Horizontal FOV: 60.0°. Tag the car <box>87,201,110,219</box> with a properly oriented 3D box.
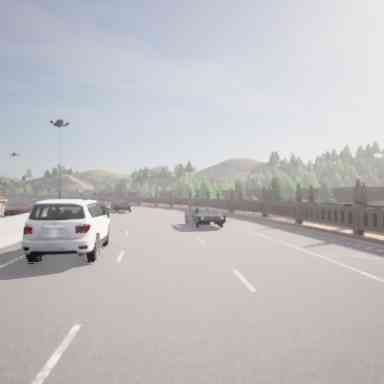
[{"bbox_3d":[-8.980,1.653,31.603,1.837,1.490,4.892,0,0,-19],"label":"car"}]

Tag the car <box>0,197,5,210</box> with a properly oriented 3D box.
[{"bbox_3d":[-28.216,1.753,47.328,1.882,1.535,5.008,0,0,-32],"label":"car"}]

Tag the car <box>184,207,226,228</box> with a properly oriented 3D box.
[{"bbox_3d":[0.766,1.682,22.965,1.895,1.301,4.718,0,0,-13],"label":"car"}]

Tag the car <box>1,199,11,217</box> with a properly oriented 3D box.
[{"bbox_3d":[-16.898,1.658,32.425,1.882,1.535,5.008,0,0,-21],"label":"car"}]

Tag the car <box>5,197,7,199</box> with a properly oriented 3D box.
[{"bbox_3d":[-38.669,1.825,67.994,1.882,1.535,5.008,0,0,-37],"label":"car"}]

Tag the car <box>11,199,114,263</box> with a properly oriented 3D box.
[{"bbox_3d":[-4.408,1.283,12.432,2.150,2.045,5.566,0,0,-7],"label":"car"}]

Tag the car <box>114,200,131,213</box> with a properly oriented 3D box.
[{"bbox_3d":[-8.804,1.672,40.757,2.128,1.511,4.902,0,0,-23],"label":"car"}]
